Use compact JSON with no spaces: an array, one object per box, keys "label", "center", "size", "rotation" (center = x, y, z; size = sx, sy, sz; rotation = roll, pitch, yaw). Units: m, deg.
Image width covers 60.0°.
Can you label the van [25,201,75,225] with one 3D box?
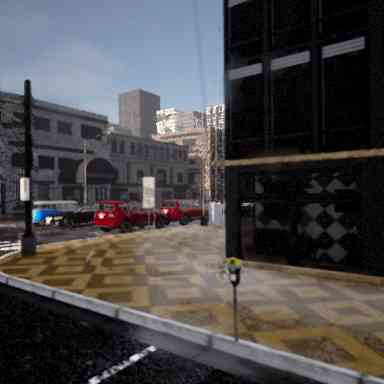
[{"label":"van","center":[-10.525,1.595,25.395],"size":[1.690,1.788,3.998],"rotation":[-1,-1,35]}]

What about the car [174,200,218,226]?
[{"label":"car","center":[-0.494,1.484,25.047],"size":[2.192,1.841,5.009],"rotation":[-1,-1,35]}]

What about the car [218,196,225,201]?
[{"label":"car","center":[4.485,1.522,42.022],"size":[2.150,2.045,5.566],"rotation":[-1,-1,36]}]

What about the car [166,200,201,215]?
[{"label":"car","center":[-0.924,1.752,38.903],"size":[1.967,1.590,4.097],"rotation":[-1,-1,35]}]

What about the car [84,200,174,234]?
[{"label":"car","center":[-3.694,1.466,20.544],"size":[2.192,1.841,5.009],"rotation":[-1,-1,35]}]

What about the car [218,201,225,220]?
[{"label":"car","center":[2.709,1.733,29.547],"size":[1.887,1.381,4.507],"rotation":[-1,-1,35]}]

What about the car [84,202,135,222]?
[{"label":"car","center":[-7.325,1.713,29.897],"size":[1.967,1.590,4.097],"rotation":[-1,-1,35]}]

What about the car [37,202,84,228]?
[{"label":"car","center":[-8.191,1.714,24.204],"size":[2.128,1.511,4.902],"rotation":[-1,-1,35]}]

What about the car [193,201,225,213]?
[{"label":"car","center":[2.276,1.884,43.404],"size":[2.008,1.369,4.403],"rotation":[-1,-1,35]}]
